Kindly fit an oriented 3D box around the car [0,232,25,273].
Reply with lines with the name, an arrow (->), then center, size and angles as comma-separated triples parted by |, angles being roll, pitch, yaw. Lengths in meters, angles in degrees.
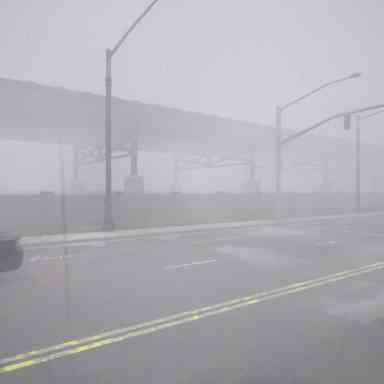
car -> -6.721, 1.477, 7.792 | 5.008, 1.535, 1.882 | 0, 0, -36
